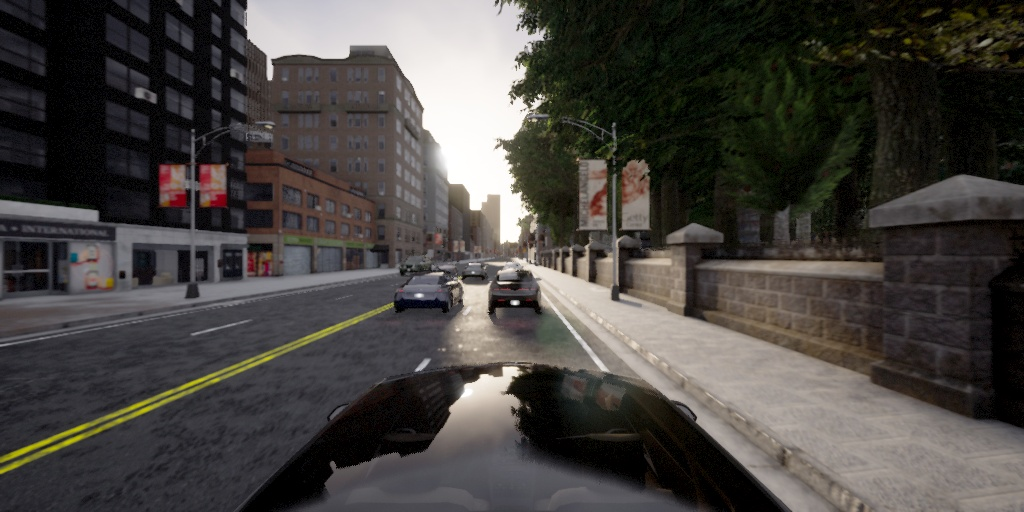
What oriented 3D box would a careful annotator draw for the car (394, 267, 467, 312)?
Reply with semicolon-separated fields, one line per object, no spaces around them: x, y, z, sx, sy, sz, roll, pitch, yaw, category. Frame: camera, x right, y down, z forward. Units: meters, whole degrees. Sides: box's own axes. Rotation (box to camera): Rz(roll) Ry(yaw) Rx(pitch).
-3.152;1.314;14.198;1.994;1.385;4.181;0;0;0;car

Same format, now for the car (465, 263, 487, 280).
-3.155;1.316;31.207;1.994;1.385;4.181;0;0;0;car

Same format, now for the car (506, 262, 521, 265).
0.096;1.278;31.664;1.812;1.442;4.674;0;0;0;car

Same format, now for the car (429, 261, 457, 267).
-6.600;1.317;35.874;1.994;1.385;4.181;0;0;0;car

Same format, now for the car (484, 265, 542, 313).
0.098;1.256;14.030;1.837;1.490;4.892;0;0;0;car

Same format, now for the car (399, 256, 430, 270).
-9.846;0.973;37.072;2.150;2.045;5.566;0;0;1;car
